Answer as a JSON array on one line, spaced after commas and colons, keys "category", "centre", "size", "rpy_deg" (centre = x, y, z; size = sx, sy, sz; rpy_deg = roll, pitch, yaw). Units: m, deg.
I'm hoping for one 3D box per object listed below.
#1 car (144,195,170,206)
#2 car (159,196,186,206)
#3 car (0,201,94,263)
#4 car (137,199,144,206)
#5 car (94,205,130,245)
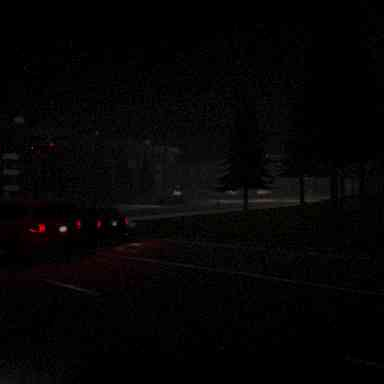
[{"category": "car", "centre": [-6.312, 1.689, 66.573], "size": [2.150, 2.045, 5.566], "rpy_deg": [-1, 0, 35]}, {"category": "car", "centre": [-3.398, 1.977, 64.654], "size": [2.033, 1.411, 5.357], "rpy_deg": [-1, 0, 36]}, {"category": "car", "centre": [-6.547, 1.361, 12.862], "size": [5.566, 2.045, 2.150], "rpy_deg": [0, 0, 36]}, {"category": "car", "centre": [-9.151, 2.004, 68.594], "size": [1.837, 1.490, 4.892], "rpy_deg": [-1, 0, 35]}, {"category": "car", "centre": [-5.191, 1.496, 16.238], "size": [4.553, 1.767, 2.097], "rpy_deg": [-1, -1, 37]}]
